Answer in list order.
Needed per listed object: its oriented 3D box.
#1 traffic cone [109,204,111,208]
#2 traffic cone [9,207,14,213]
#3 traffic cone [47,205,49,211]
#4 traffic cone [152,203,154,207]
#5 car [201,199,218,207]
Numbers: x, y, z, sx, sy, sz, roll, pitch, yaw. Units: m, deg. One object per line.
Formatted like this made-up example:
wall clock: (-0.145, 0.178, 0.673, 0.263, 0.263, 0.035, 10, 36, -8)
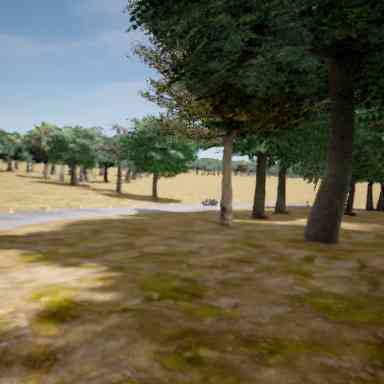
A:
traffic cone: (-11.644, 2.000, 47.349, 0.340, 0.580, 0.340, 6, 2, 31)
traffic cone: (-17.779, 1.741, 32.743, 0.340, 0.580, 0.340, 5, 0, 11)
traffic cone: (-16.382, 1.803, 37.945, 0.340, 0.580, 0.340, 5, 1, 19)
traffic cone: (-6.488, 2.173, 55.915, 0.340, 0.580, 0.340, 6, 2, 31)
car: (3.623, 2.168, 68.332, 1.837, 1.490, 4.892, 6, 2, 31)
